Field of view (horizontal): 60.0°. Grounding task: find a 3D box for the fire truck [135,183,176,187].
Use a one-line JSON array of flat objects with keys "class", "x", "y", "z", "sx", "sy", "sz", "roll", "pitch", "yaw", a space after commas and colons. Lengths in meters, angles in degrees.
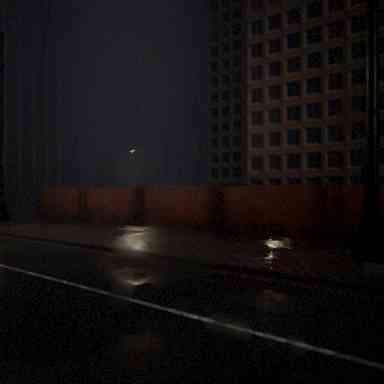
[{"class": "fire truck", "x": -6.491, "y": 0.322, "z": 59.381, "sx": 2.891, "sy": 3.827, "sz": 8.468, "roll": 0, "pitch": 0, "yaw": 35}]
